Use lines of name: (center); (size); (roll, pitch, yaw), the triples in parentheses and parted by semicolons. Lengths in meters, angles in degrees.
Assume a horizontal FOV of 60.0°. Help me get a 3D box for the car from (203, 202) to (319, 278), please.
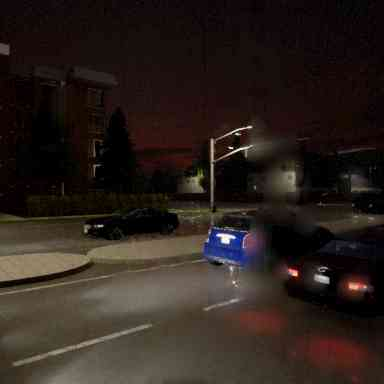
car: (2.586, 1.352, 10.466); (4.553, 1.767, 2.097); (0, 0, -38)

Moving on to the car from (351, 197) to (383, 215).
car: (18.420, 1.352, 34.562); (4.553, 1.767, 2.097); (0, 0, -41)

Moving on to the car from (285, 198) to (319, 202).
car: (16.501, 1.600, 50.206); (4.718, 1.301, 1.895); (0, 0, 34)

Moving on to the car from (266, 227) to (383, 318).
car: (4.208, 1.547, 7.284); (5.357, 1.411, 2.033); (0, 0, -38)

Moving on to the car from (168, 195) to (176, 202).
car: (-5.788, 1.524, 78.758); (2.128, 1.511, 4.902); (0, 0, -38)

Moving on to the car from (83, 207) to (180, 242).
car: (-2.875, 1.491, 16.522); (4.902, 1.511, 2.128); (0, 0, -39)
